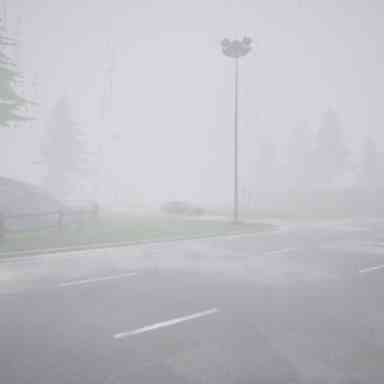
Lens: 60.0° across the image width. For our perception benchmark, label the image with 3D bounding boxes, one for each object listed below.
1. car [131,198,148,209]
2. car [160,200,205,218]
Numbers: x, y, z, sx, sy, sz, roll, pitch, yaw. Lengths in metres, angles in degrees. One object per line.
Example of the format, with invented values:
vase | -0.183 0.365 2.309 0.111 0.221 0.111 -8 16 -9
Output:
car | -7.513 1.567 47.802 1.882 1.535 5.008 0 0 1
car | -0.920 1.509 30.808 1.882 1.535 5.008 -1 0 -42
